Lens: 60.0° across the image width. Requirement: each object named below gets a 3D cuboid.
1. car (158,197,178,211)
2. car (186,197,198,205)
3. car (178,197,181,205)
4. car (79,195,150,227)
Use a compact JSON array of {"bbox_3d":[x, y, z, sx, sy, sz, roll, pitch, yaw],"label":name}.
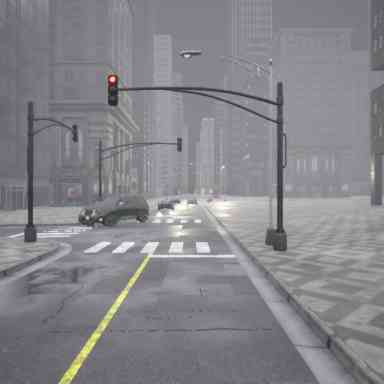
[{"bbox_3d":[-3.075,1.602,40.757,1.895,1.301,4.718,0,0,0],"label":"car"},{"bbox_3d":[0.026,1.559,57.639,2.033,1.411,5.357,0,0,0],"label":"car"},{"bbox_3d":[-2.993,1.614,60.523,1.895,1.301,4.718,0,0,0],"label":"car"},{"bbox_3d":[-5.206,1.245,23.303,2.150,2.045,5.566,0,1,30],"label":"car"}]
